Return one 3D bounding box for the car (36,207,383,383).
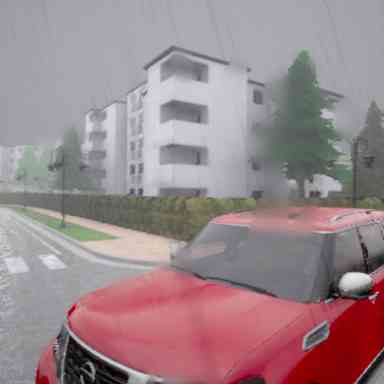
[{"bbox_3d":[1.149,1.250,4.147,2.150,2.045,5.566,0,0,44],"label":"car"}]
